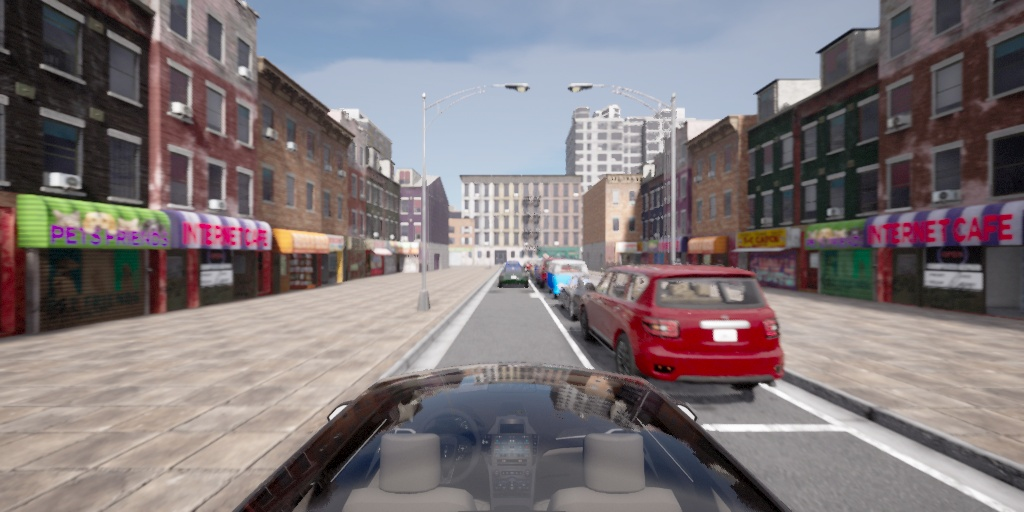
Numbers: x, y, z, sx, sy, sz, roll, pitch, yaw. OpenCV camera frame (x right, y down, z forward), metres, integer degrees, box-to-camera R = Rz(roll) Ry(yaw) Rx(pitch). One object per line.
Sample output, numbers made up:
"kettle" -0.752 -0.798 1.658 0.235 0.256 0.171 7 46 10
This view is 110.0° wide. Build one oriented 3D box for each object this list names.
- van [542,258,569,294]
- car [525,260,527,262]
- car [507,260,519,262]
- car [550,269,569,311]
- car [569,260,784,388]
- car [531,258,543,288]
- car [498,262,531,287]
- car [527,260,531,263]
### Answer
"van" 2.643 1.084 17.773 1.690 1.789 3.998 0 0 0
"car" 2.649 1.169 45.151 1.967 1.591 4.097 0 0 0
"car" 0.111 1.208 41.470 1.882 1.535 5.008 0 0 0
"car" 2.641 1.296 12.298 2.007 1.370 4.403 0 0 0
"car" 2.640 1.063 6.822 2.192 1.841 5.009 0 0 0
"car" 2.644 1.055 23.248 2.192 1.841 5.009 0 0 0
"car" 0.104 1.303 24.495 1.994 1.385 4.181 0 0 0
"car" 2.646 1.260 34.370 1.751 1.417 4.829 0 0 0
